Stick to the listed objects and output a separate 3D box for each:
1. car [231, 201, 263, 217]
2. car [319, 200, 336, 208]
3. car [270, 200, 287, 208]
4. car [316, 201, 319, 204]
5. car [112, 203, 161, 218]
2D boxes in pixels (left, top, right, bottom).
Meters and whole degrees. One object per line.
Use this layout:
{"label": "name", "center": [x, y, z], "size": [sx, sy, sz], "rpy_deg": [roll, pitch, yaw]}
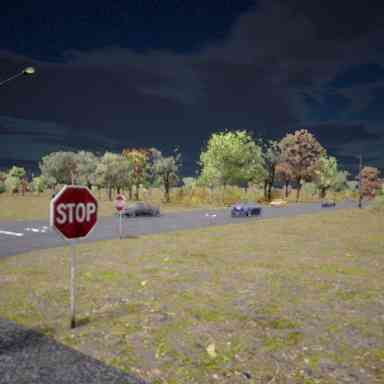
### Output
{"label": "car", "center": [6.263, 1.825, 37.488], "size": [2.097, 1.767, 4.553], "rpy_deg": [1, 0, 36]}
{"label": "car", "center": [27.860, 2.501, 67.473], "size": [1.895, 1.301, 4.718], "rpy_deg": [1, 0, 36]}
{"label": "car", "center": [16.554, 2.201, 63.751], "size": [1.882, 1.535, 5.008], "rpy_deg": [1, 1, 36]}
{"label": "car", "center": [34.409, 2.658, 88.537], "size": [1.895, 1.301, 4.718], "rpy_deg": [1, 0, 36]}
{"label": "car", "center": [-5.400, 1.847, 33.295], "size": [2.033, 1.411, 5.357], "rpy_deg": [1, 0, 36]}
